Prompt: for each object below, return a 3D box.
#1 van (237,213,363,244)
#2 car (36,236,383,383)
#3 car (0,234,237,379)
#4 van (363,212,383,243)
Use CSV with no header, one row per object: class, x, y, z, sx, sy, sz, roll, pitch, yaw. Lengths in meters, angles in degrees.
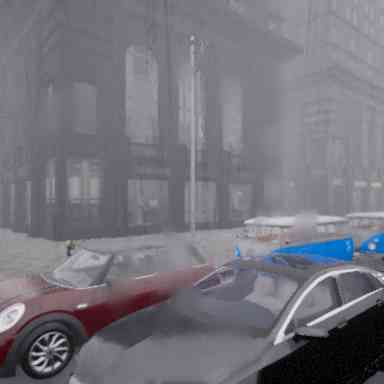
van,2.929,1.580,9.273,3.998,1.788,1.690,1,-2,-40
car,1.014,1.601,4.104,4.902,1.511,2.128,1,-2,-40
car,-1.416,1.593,5.682,4.097,1.590,1.967,1,-2,-40
van,7.274,1.666,12.862,3.998,1.788,1.690,1,-2,-40
